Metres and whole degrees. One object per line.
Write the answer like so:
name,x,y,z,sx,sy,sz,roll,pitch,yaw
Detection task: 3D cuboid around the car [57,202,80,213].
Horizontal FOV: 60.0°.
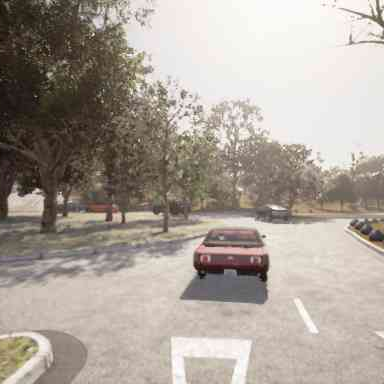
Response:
car,-18.274,2.266,48.986,4.902,1.511,2.128,0,-1,-9

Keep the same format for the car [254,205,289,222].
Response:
car,7.470,1.999,31.768,2.128,1.511,4.902,0,-1,-11

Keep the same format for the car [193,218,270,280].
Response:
car,1.329,1.691,10.249,1.895,1.301,4.718,0,-1,10

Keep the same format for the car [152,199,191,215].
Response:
car,-2.628,1.901,41.994,5.566,2.045,2.150,-1,-2,42

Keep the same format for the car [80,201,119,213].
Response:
car,-12.523,2.086,46.113,4.553,1.767,2.097,0,-1,17
